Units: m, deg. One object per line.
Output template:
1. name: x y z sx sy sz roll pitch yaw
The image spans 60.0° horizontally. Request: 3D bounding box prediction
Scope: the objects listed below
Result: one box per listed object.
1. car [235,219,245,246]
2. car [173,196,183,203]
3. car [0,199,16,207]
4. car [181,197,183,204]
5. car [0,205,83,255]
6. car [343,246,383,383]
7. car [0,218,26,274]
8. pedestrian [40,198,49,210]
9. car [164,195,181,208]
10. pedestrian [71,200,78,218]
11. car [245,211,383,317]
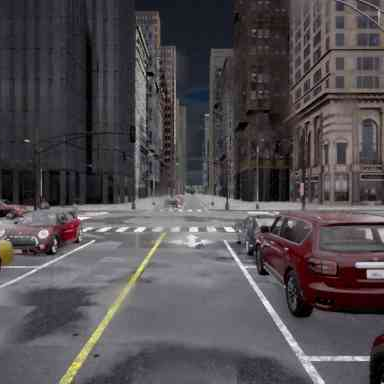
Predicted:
1. car: 2.759 1.549 12.984 2.008 1.369 4.403 0 0 0
2. car: -2.848 1.603 68.573 1.895 1.301 4.718 0 0 1
3. car: -16.339 1.398 28.378 4.553 1.767 2.097 0 0 0
4. car: -2.934 1.352 58.381 2.097 1.767 4.553 0 0 0
5. car: -5.767 1.439 12.982 1.967 1.590 4.097 0 0 0
6. car: 2.759 1.440 1.779 1.967 1.590 4.097 0 0 0
7. car: -5.766 1.524 7.210 1.752 1.417 4.829 0 0 0
8. pedestrian: -8.190 1.140 18.461 0.375 1.860 0.375 0 0 0
9. car: -2.981 1.546 48.258 2.033 1.411 5.357 0 0 -1
10. pedestrian: -6.720 1.292 19.068 0.375 1.860 0.375 0 0 0
11. car: 2.758 1.314 7.382 2.192 1.841 5.009 0 0 0
